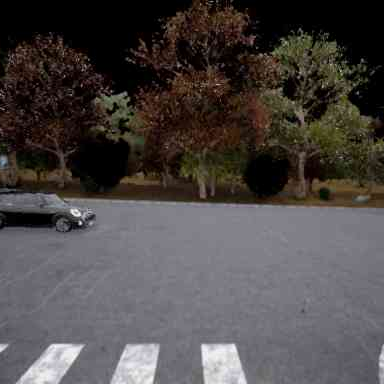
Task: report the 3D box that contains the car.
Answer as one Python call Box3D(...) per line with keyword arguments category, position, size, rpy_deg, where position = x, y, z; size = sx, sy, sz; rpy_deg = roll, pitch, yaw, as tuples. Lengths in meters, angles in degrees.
Box3D(category="car", position=(-6.810, 0.774, 15.262), size=(4.553, 1.767, 2.097), rpy_deg=(2, 4, 4))
